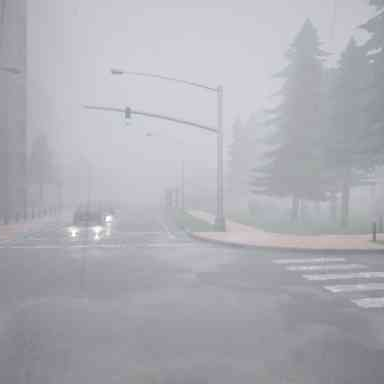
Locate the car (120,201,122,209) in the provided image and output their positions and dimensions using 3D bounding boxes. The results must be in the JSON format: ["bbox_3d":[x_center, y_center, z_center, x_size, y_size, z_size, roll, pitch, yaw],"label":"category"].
[{"bbox_3d":[-10.610,1.623,45.430,2.033,1.411,5.357,0,0,-8],"label":"car"}]

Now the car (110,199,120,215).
[{"bbox_3d":[-9.144,1.550,35.233,2.128,1.511,4.902,0,0,-8],"label":"car"}]

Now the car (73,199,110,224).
[{"bbox_3d":[-7.697,1.520,25.409,1.882,1.535,5.008,0,0,-8],"label":"car"}]
